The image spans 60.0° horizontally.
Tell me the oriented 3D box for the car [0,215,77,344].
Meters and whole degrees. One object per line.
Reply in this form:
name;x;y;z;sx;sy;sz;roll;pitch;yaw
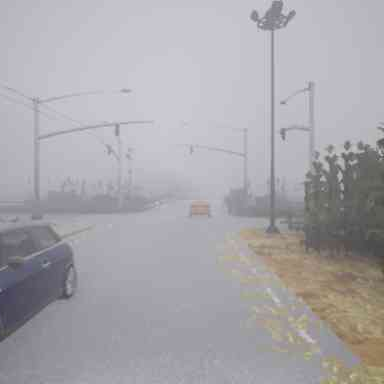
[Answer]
car;-3.565;1.343;5.349;2.097;1.767;4.553;0;0;0

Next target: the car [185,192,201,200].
car;-0.060;0.697;58.335;1.812;1.442;4.674;0;0;8

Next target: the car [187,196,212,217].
car;0.811;1.421;30.496;1.882;1.535;5.008;0;0;4

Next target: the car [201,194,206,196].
car;2.117;1.034;73.473;1.994;1.385;4.181;0;-2;8
